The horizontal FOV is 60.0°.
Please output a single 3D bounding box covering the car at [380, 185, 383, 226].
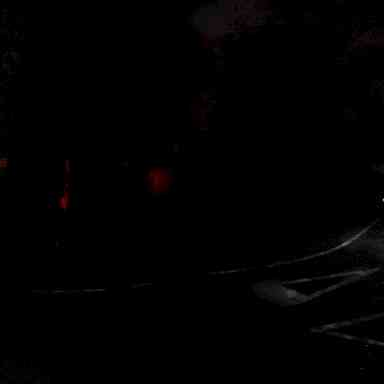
[{"bbox_3d":[9.634,0.194,14.243,2.150,2.045,5.566,1,6,38],"label":"car"}]
